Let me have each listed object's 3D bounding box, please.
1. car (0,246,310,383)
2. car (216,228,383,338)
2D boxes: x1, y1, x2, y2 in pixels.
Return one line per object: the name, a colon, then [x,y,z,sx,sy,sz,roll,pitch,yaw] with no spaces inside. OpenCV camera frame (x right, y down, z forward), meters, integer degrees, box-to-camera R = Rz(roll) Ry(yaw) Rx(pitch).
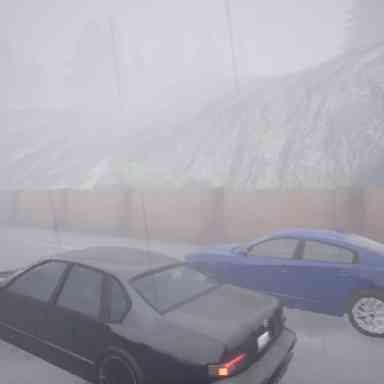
car: [-1.347,1.546,4.793,5.357,1.411,2.033,0,0,34]
car: [2.099,1.477,6.672,5.008,1.535,1.882,0,0,34]
